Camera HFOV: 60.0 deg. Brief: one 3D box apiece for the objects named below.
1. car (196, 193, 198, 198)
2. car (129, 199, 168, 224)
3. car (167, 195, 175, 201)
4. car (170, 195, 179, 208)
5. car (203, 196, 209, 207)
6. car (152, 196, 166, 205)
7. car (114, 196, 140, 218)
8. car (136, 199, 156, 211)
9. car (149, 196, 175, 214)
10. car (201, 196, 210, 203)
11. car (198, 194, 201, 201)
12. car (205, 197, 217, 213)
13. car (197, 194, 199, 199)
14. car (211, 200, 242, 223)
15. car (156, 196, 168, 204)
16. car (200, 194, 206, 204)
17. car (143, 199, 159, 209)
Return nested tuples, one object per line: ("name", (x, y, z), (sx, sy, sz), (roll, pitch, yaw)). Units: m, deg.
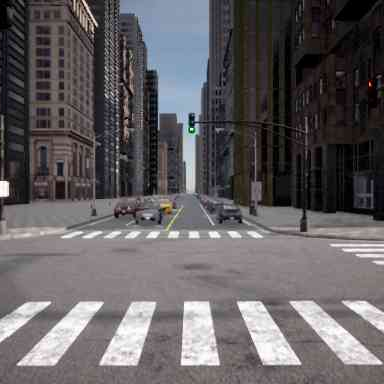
("car", (2.739, 1.632, 87.321), (1.752, 1.417, 4.829), (0, 0, 0))
("car", (-3.158, 1.514, 25.174), (2.128, 1.511, 4.902), (0, 0, -3))
("car", (-5.787, 1.642, 92.611), (1.752, 1.417, 4.829), (0, 0, 0))
("car", (-3.100, 1.547, 45.320), (1.837, 1.490, 4.892), (0, 0, 0))
("car", (2.750, 1.584, 42.026), (1.887, 1.381, 4.507), (0, 0, 0))
("car", (-5.779, 1.501, 58.937), (1.967, 1.590, 4.097), (0, 0, 0))
("car", (-5.773, 1.343, 30.733), (2.192, 1.841, 5.009), (0, 0, 0))
("car", (-5.775, 1.605, 42.016), (1.947, 1.339, 4.313), (0, 0, 0))
("car", (-3.108, 1.510, 35.302), (1.882, 1.535, 5.008), (0, 0, 0))
("car", (2.743, 1.603, 70.399), (1.752, 1.417, 4.829), (0, 0, 0))
("car", (2.745, 1.509, 64.588), (1.967, 1.590, 4.097), (0, 0, 0))
("car", (2.752, 1.584, 36.385), (2.008, 1.369, 4.403), (0, 0, 0))
("car", (2.742, 1.631, 75.869), (1.887, 1.381, 4.507), (0, 0, 0))
("car", (2.754, 1.573, 25.104), (2.008, 1.369, 4.403), (0, 0, 0))
("car", (-5.780, 1.594, 64.407), (1.752, 1.417, 4.829), (0, 0, 0))
("car", (2.747, 1.493, 53.307), (1.967, 1.590, 4.097), (0, 0, 0))
("car", (-5.776, 1.628, 47.655), (1.802, 1.307, 4.206), (0, 0, 0))
